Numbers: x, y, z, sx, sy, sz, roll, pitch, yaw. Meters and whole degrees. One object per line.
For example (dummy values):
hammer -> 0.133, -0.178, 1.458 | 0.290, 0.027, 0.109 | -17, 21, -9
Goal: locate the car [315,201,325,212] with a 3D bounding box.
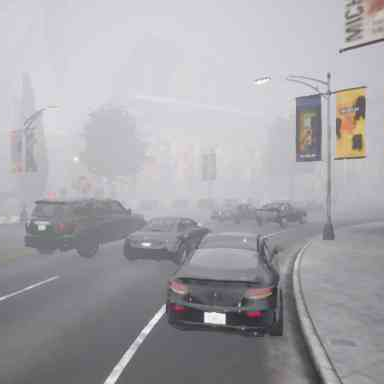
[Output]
car -> 12.478, 1.602, 36.245 | 4.181, 1.385, 1.994 | 0, 0, -29

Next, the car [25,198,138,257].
car -> -3.908, 1.257, 13.324 | 2.150, 2.045, 5.566 | 0, 0, 21

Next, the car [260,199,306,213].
car -> 10.807, 1.604, 39.321 | 5.357, 1.411, 2.033 | 0, 0, -29

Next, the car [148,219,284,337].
car -> 0.836, 1.524, 6.696 | 1.812, 1.442, 4.674 | 0, 0, 13

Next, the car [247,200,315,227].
car -> 6.249, 1.496, 22.939 | 2.128, 1.511, 4.902 | 0, 0, 43

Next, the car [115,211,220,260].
car -> -0.661, 1.572, 12.018 | 1.994, 1.385, 4.181 | 0, 0, 21

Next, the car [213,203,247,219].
car -> 3.699, 1.564, 25.336 | 2.033, 1.411, 5.357 | 0, 0, 43
